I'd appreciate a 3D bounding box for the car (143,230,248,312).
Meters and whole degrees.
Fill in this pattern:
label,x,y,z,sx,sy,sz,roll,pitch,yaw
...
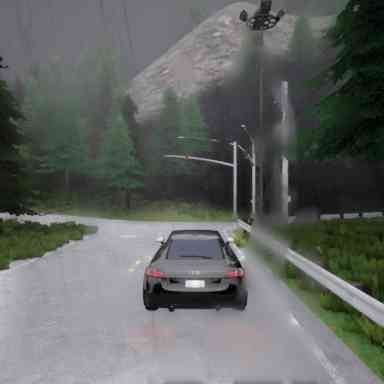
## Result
label,x,y,z,sx,sy,sz,roll,pitch,yaw
car,0.075,1.564,7.782,1.994,1.385,4.181,0,0,1
